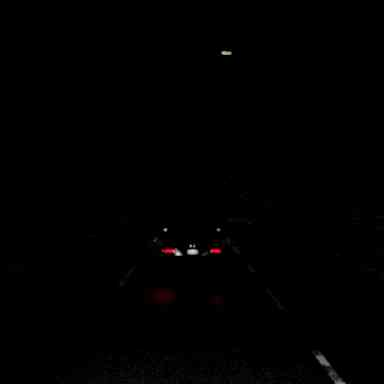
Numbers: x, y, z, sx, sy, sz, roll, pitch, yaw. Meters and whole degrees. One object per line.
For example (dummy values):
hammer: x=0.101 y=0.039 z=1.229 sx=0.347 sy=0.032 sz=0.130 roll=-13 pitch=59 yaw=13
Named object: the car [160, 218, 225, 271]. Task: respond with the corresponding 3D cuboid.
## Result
car: x=0.002 y=1.575 z=10.945 sx=2.033 sy=1.411 sz=5.357 roll=0 pitch=0 yaw=0
